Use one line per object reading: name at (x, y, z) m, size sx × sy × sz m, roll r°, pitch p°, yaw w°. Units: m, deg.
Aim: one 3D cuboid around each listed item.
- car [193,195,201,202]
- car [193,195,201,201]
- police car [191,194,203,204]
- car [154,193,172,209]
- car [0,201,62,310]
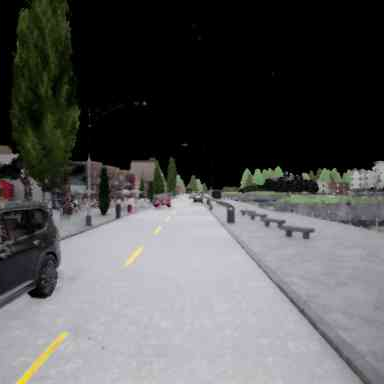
car at (1.186, 1.531, 75.949) m, size 1.812 × 1.442 × 4.674 m, roll 0°, pitch 0°, yaw 0°
car at (1.184, 1.511, 81.949) m, size 1.837 × 1.490 × 4.892 m, roll 0°, pitch 0°, yaw 0°
police car at (1.170, 1.429, 66.062) m, size 1.930 × 1.638 × 5.238 m, roll 0°, pitch 0°, yaw 0°
car at (-4.092, 1.225, 46.982) m, size 2.150 × 2.045 × 5.566 m, roll 0°, pitch 0°, yaw 0°
car at (-4.101, 1.222, 5.555) m, size 2.150 × 2.045 × 5.566 m, roll 0°, pitch 0°, yaw 0°
